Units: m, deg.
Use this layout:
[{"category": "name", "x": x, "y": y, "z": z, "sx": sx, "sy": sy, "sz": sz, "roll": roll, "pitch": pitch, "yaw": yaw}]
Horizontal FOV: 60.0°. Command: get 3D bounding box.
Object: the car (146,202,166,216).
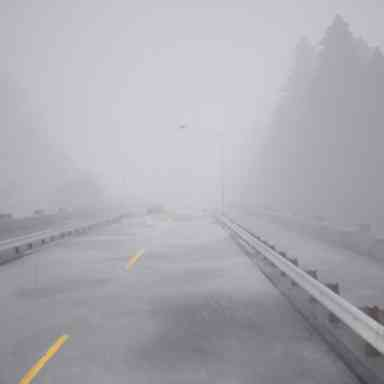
[{"category": "car", "x": -3.996, "y": 1.873, "z": 37.902, "sx": 2.033, "sy": 1.411, "sz": 5.357, "roll": 0, "pitch": -1, "yaw": 0}]
